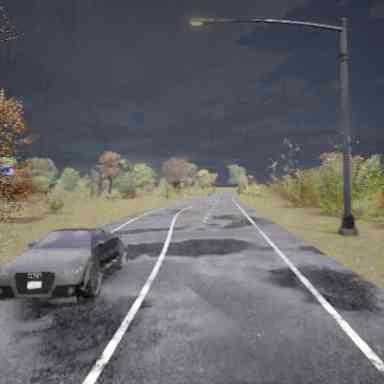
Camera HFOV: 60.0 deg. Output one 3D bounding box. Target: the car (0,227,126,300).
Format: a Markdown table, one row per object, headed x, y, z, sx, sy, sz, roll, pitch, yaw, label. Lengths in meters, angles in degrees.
| x | y | z | sx | sy | sz | roll | pitch | yaw | label |
| --- | --- | --- | --- | --- | --- | --- | --- | --- | --- |
| -3.041 | 1.632 | 8.521 | 1.994 | 1.385 | 4.181 | -1 | 0 | 2 | car |
